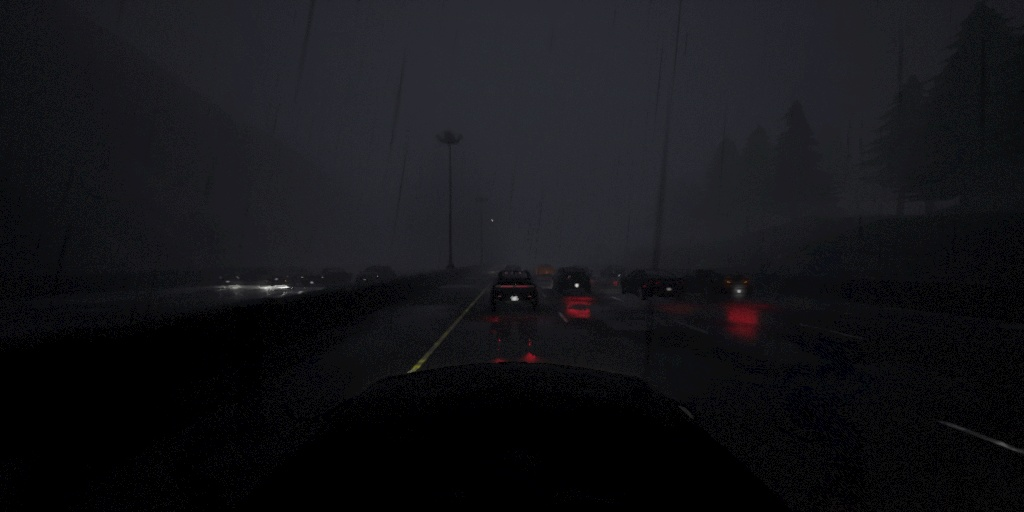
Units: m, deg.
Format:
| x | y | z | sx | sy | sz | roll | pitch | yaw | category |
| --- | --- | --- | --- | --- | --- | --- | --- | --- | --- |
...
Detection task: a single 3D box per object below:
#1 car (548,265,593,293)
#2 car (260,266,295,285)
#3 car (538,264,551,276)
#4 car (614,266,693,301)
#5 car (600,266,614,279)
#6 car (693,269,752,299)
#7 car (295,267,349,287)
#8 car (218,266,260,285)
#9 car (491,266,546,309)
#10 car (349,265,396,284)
| x | y | z | sx | sy | sz | roll | pitch | yaw | category |
| --- | --- | --- | --- | --- | --- | --- | --- | --- | --- |
| 3.598 | 1.436 | 22.322 | 1.837 | 1.490 | 4.892 | 0 | -2 | 0 | car |
| -17.600 | 1.557 | 28.771 | 1.994 | 1.385 | 4.181 | 0 | -1 | 0 | car |
| 3.596 | 1.569 | 39.718 | 1.882 | 1.535 | 5.008 | 0 | -1 | 0 | car |
| 7.099 | 1.380 | 18.672 | 1.882 | 1.535 | 5.008 | 0 | -1 | 0 | car |
| 10.596 | 1.672 | 37.544 | 1.895 | 1.301 | 4.718 | 0 | -1 | 0 | car |
| 10.598 | 1.411 | 19.157 | 1.837 | 1.490 | 4.892 | 0 | -1 | 0 | car |
| -14.102 | 1.582 | 27.467 | 1.895 | 1.301 | 4.718 | 0 | -1 | 0 | car |
| -21.101 | 1.545 | 29.326 | 2.033 | 1.411 | 5.357 | 0 | -1 | 0 | car |
| 0.098 | 1.366 | 15.604 | 2.128 | 1.511 | 4.902 | 0 | -1 | 0 | car |
| -10.601 | 1.493 | 28.199 | 1.837 | 1.490 | 4.892 | 0 | -1 | 0 | car |
